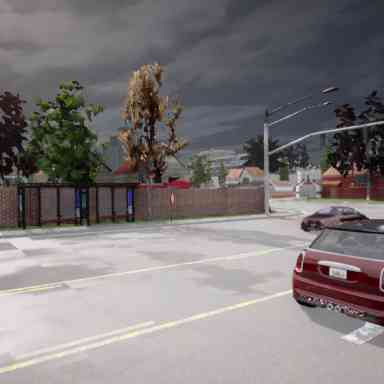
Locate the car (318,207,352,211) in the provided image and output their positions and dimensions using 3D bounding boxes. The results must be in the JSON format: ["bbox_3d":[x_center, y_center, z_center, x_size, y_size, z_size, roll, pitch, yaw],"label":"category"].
[{"bbox_3d":[7.838,1.502,18.156,4.181,1.385,1.994,0,0,-35],"label":"car"}]

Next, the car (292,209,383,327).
[{"bbox_3d":[4.123,1.341,6.700,4.553,1.767,2.097,0,0,-36],"label":"car"}]
